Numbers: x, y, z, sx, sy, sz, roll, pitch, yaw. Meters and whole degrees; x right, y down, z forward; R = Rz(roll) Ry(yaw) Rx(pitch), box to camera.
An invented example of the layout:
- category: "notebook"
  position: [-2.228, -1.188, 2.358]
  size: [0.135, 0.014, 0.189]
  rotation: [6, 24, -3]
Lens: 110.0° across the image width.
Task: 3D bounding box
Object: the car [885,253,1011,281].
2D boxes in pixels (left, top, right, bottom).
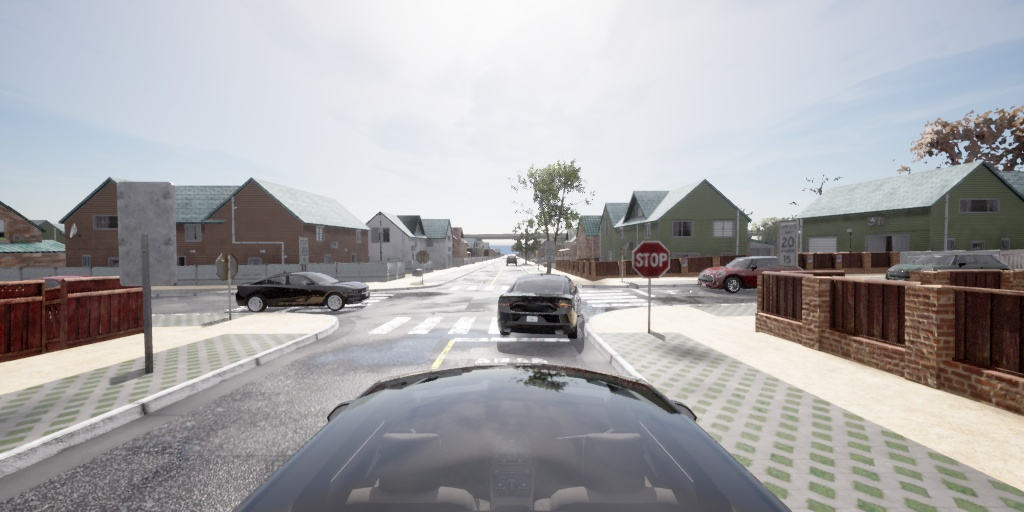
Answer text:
- category: "car"
  position: [21.688, 0.646, 17.938]
  size: [4.553, 1.767, 2.097]
  rotation: [-1, 2, 0]

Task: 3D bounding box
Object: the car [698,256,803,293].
- category: "car"
  position: [11.794, 0.820, 17.859]
  size: [4.553, 1.767, 2.097]
  rotation: [-1, 2, 0]

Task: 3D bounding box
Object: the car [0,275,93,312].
- category: "car"
  position: [-18.032, 1.546, 14.689]
  size: [5.008, 1.535, 1.882]
  rotation: [-1, 2, 0]

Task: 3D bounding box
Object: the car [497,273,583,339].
- category: "car"
  position: [0.951, 1.224, 10.241]
  size: [1.882, 1.535, 5.008]
  rotation: [0, 0, 12]

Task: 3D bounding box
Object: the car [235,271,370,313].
- category: "car"
  position: [-8.479, 1.376, 14.760]
  size: [5.008, 1.535, 1.882]
  rotation: [-1, 2, 0]
